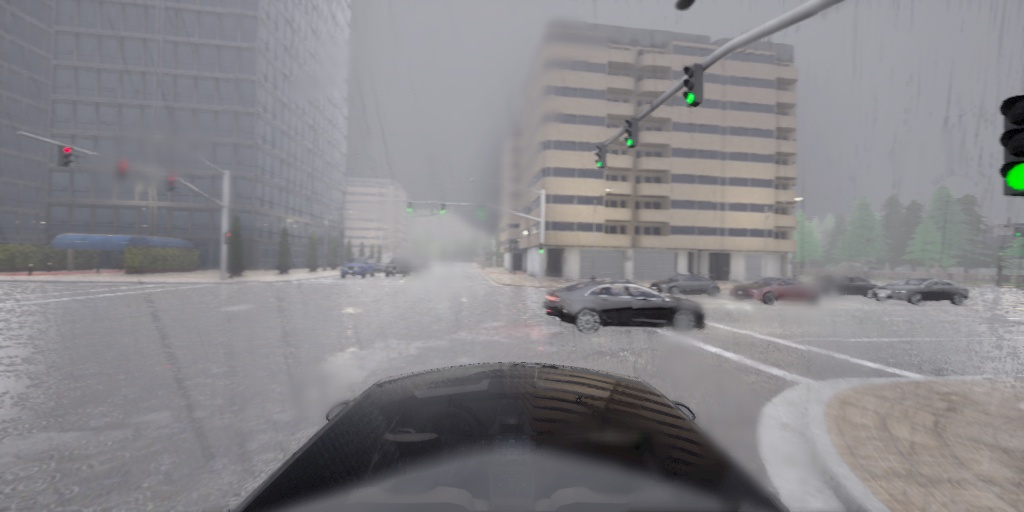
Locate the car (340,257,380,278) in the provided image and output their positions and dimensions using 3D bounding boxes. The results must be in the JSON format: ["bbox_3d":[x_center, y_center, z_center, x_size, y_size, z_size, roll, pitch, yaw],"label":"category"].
[{"bbox_3d":[-15.323,1.132,36.006,2.150,2.045,5.566,1,-1,-7],"label":"car"}]

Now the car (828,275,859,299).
[{"bbox_3d":[21.855,2.047,24.090,4.892,1.490,1.837,2,-1,-8],"label":"car"}]

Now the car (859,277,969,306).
[{"bbox_3d":[23.555,2.022,20.790,4.902,1.511,2.128,1,-1,-8],"label":"car"}]

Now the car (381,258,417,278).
[{"bbox_3d":[-12.167,1.241,38.896,2.150,2.045,5.566,1,-1,-7],"label":"car"}]

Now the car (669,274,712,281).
[{"bbox_3d":[10.842,1.847,22.586,4.181,1.385,1.994,1,-1,-8],"label":"car"}]

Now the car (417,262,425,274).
[{"bbox_3d":[-13.374,1.693,48.373,1.994,1.385,4.181,1,-1,-7],"label":"car"}]

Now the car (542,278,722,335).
[{"bbox_3d":[3.355,1.500,10.852,4.902,1.511,2.128,2,-1,-8],"label":"car"}]

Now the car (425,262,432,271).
[{"bbox_3d":[-15.148,1.778,62.965,1.882,1.535,5.008,1,-1,-7],"label":"car"}]

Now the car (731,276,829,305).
[{"bbox_3d":[14.322,1.878,19.531,4.181,1.385,1.994,1,-1,-8],"label":"car"}]
